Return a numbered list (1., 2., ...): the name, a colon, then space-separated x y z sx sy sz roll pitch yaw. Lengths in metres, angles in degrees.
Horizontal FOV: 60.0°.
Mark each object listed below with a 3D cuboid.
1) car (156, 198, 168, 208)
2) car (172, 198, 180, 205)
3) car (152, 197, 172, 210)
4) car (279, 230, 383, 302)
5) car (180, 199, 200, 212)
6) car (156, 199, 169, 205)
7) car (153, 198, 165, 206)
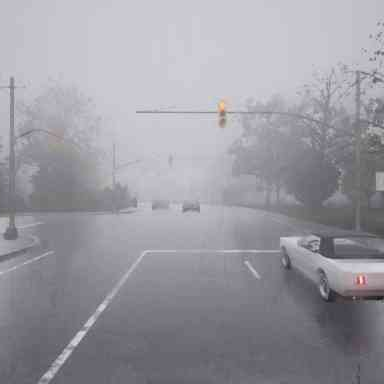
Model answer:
1. car: -4.843 1.721 53.207 1.837 1.490 4.892 0 -1 -7
2. car: -3.734 2.316 81.120 2.128 1.511 4.902 0 -1 -22
3. car: -4.059 1.425 43.105 2.097 1.767 4.553 0 -1 -3
4. car: 3.596 1.601 8.196 1.895 1.301 4.718 0 0 0
5. car: -0.108 1.631 38.277 1.895 1.301 4.718 0 0 0
6. car: -7.207 2.398 80.418 1.895 1.301 4.718 0 -1 -22
7. car: -6.302 1.914 63.511 1.882 1.535 5.008 0 -1 -10
